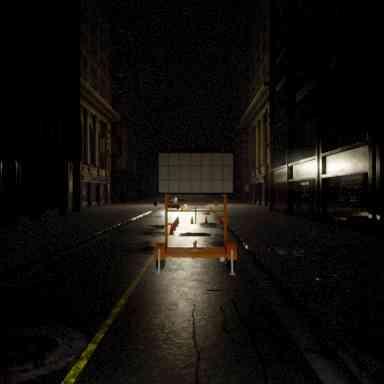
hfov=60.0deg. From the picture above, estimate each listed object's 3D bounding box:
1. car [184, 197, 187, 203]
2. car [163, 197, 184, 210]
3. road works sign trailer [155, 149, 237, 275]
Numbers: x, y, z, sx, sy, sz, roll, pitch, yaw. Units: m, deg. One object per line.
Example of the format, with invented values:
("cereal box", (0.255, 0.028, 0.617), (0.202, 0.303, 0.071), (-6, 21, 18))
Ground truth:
("car", (-2.102, 1.644, 73.302), (1.895, 1.301, 4.718), (0, 0, 1))
("car", (-2.574, 1.506, 43.286), (2.128, 1.511, 4.902), (0, 0, 1))
("road works sign trailer", (0.117, 0.466, 10.429), (2.380, 3.560, 2.880), (0, 0, 1))
